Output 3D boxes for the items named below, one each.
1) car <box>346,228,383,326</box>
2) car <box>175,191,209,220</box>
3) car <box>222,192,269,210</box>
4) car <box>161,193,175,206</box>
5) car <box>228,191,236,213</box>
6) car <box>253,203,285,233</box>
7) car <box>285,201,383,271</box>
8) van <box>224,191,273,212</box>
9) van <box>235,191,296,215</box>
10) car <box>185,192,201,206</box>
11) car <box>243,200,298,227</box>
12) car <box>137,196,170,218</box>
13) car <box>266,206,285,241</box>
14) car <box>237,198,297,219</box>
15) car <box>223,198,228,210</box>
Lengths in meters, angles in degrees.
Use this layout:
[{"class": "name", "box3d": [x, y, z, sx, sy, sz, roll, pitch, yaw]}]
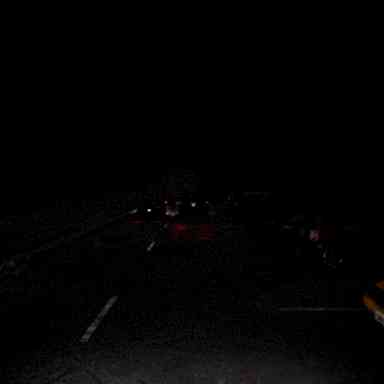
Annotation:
[{"class": "car", "box3d": [5.355, 1.451, 4.704, 5.366, 1.575, 1.946, 0, 0, 0]}, {"class": "car", "box3d": [0.109, 0.957, 25.606, 2.150, 2.045, 5.566, 0, 1, 0]}, {"class": "car", "box3d": [5.583, 0.910, 35.004, 4.553, 1.767, 2.185, 0, 1, 0]}, {"class": "car", "box3d": [-3.132, 0.879, 42.096, 1.837, 1.490, 4.892, 0, 2, 0]}, {"class": "car", "box3d": [5.518, 1.071, 26.867, 4.553, 1.767, 2.185, 0, 1, 0]}, {"class": "car", "box3d": [5.547, 1.394, 15.723, 4.674, 1.452, 2.002, 0, 1, 0]}, {"class": "car", "box3d": [5.512, 1.288, 10.206, 4.553, 1.767, 2.185, 0, 1, 0]}, {"class": "van", "box3d": [5.436, 0.870, 32.250, 4.442, 1.987, 1.878, 0, 1, 0]}, {"class": "van", "box3d": [5.665, 1.017, 23.982, 4.442, 1.987, 1.878, 0, 1, 0]}, {"class": "car", "box3d": [0.124, 0.839, 42.518, 1.882, 1.535, 5.008, 0, 2, 0]}, {"class": "car", "box3d": [5.516, 1.351, 18.481, 4.792, 1.488, 2.163, 0, 1, 0]}, {"class": "car", "box3d": [-3.143, 1.287, 26.471, 1.994, 1.385, 4.181, 0, 1, 0]}, {"class": "car", "box3d": [5.541, 1.424, 12.969, 4.674, 1.452, 2.002, 0, 1, 0]}, {"class": "car", "box3d": [5.577, 1.312, 21.233, 4.792, 1.488, 2.163, 0, 1, 0]}, {"class": "car", "box3d": [5.545, 1.150, 29.497, 4.892, 1.521, 2.231, 0, 1, 0]}]
